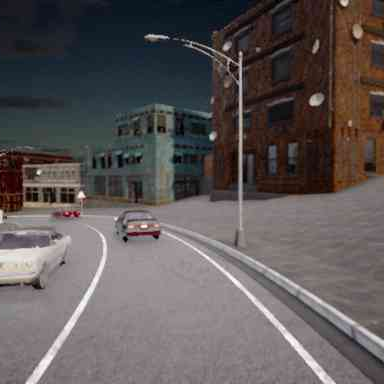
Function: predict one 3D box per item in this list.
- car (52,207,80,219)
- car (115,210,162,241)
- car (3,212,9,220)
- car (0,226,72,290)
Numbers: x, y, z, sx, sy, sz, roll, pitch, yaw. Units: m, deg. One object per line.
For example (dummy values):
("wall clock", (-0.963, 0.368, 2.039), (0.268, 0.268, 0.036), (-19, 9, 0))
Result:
("car", (-14.797, 2.438, 38.841), (1.895, 1.301, 4.718), (-2, -1, -40))
("car", (-3.013, 1.683, 17.819), (2.033, 1.411, 5.357), (-1, -1, -18))
("car", (-26.588, 3.141, 44.930), (4.892, 1.490, 1.837), (-5, -1, 37))
("car", (-4.670, 1.688, 9.224), (1.895, 1.301, 4.718), (-1, -1, -11))
